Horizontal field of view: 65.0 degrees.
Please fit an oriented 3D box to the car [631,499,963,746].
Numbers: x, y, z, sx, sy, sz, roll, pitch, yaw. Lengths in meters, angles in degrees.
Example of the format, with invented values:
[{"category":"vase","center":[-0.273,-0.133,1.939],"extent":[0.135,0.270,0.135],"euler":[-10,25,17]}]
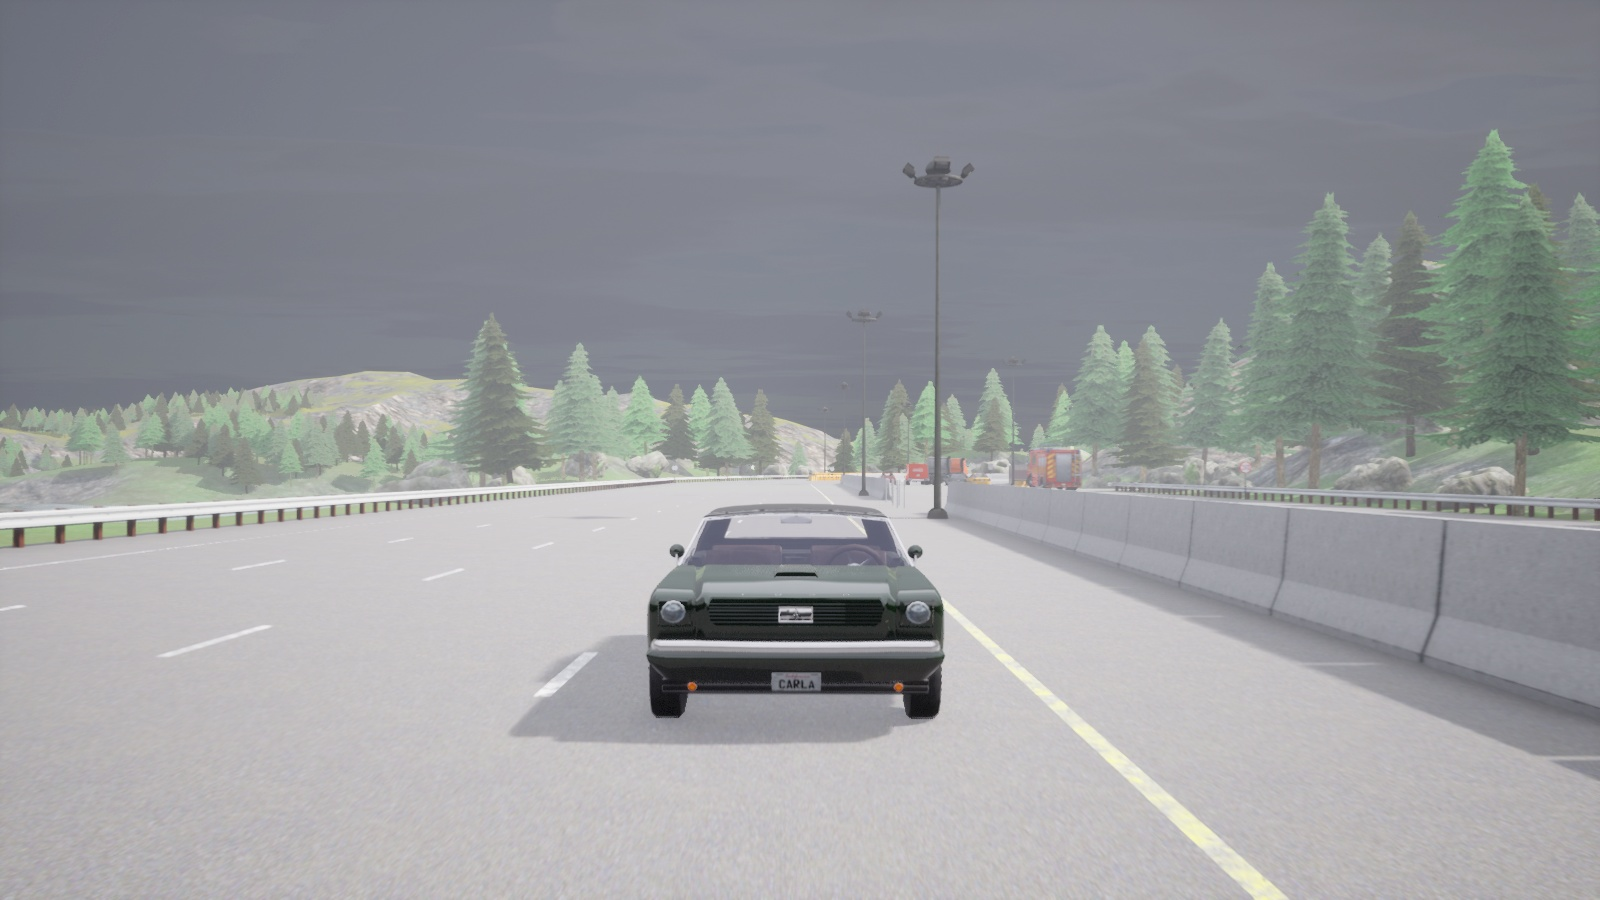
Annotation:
[{"category":"car","center":[-0.022,1.075,9.544],"extent":[1.895,1.301,4.718],"euler":[0,-1,0]}]
